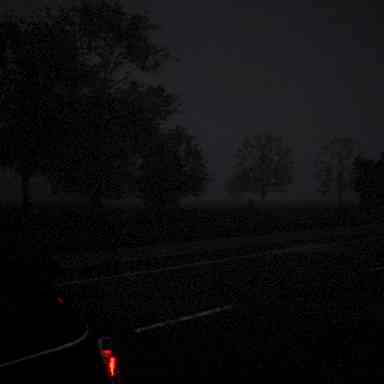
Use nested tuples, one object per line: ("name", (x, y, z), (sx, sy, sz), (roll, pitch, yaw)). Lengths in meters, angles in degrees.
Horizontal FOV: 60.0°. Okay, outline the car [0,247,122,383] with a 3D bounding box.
("car", (-2.746, 1.350, 1.972), (4.553, 1.767, 2.097), (0, 0, -35))
